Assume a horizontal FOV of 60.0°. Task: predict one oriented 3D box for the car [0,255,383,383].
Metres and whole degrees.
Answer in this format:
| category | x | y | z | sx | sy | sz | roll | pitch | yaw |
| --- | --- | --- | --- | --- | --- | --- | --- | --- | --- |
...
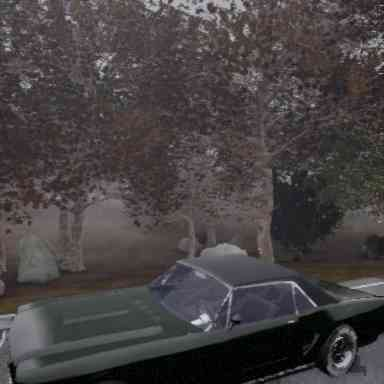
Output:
| category | x | y | z | sx | sy | sz | roll | pitch | yaw |
| --- | --- | --- | --- | --- | --- | --- | --- | --- | --- |
| car | 0.218 | 1.585 | 4.217 | 4.718 | 1.301 | 1.895 | 1 | 0 | -27 |
